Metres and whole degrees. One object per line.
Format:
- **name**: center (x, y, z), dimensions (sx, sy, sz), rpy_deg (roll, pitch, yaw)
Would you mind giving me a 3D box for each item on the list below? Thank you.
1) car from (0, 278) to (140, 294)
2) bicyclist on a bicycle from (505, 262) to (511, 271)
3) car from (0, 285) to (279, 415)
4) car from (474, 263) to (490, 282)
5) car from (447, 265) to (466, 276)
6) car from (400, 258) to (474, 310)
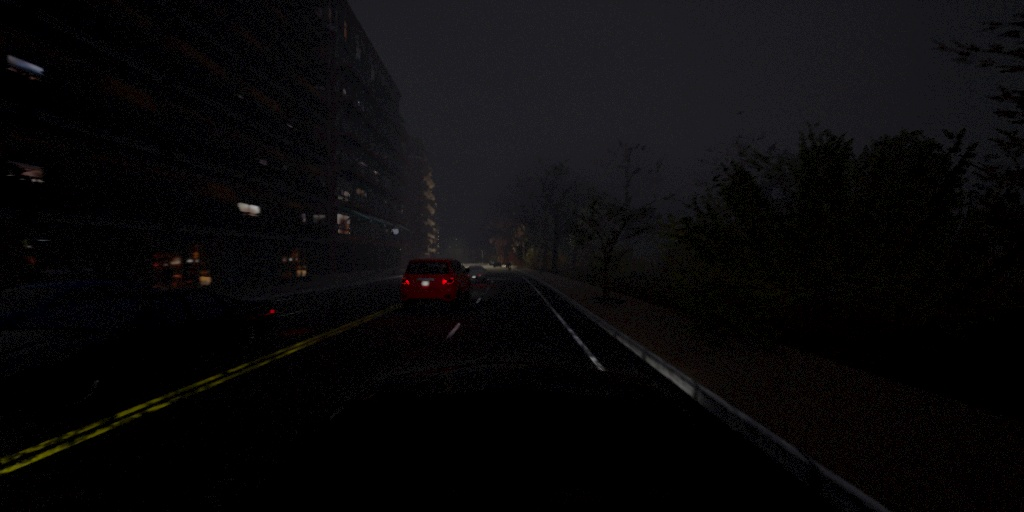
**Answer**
- **car**: center (-9.849, 1.291, 7.761), dimensions (1.882, 1.535, 5.008), rpy_deg (0, -1, 0)
- **bicyclist on a bicycle**: center (-0.429, 1.812, 60.935), dimensions (0.582, 1.620, 1.656), rpy_deg (0, -1, -4)
- **car**: center (-6.596, 1.346, 6.356), dimensions (2.033, 1.411, 5.357), rpy_deg (0, -1, 0)
- **car**: center (-3.340, 1.606, 33.359), dimensions (1.812, 1.442, 4.674), rpy_deg (0, -1, -1)
- **car**: center (-7.212, 1.825, 47.188), dimensions (1.895, 1.301, 4.718), rpy_deg (0, -1, -2)
- **car**: center (-3.146, 1.117, 15.688), dimensions (2.150, 2.045, 5.566), rpy_deg (0, -1, 0)
